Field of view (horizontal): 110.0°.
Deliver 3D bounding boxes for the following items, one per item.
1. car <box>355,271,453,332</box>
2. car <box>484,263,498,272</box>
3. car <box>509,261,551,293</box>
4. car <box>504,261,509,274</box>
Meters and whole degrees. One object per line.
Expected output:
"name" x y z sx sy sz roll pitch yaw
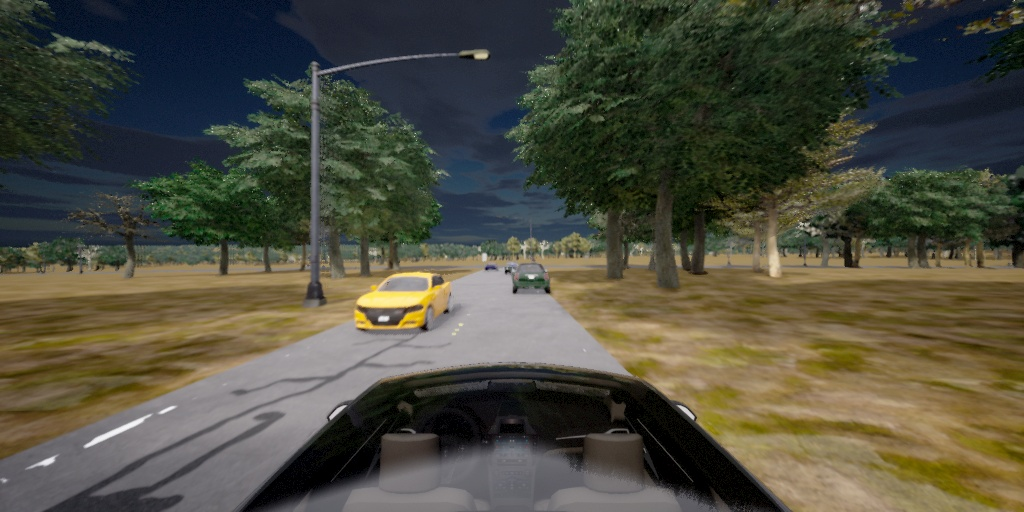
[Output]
"car" -3.098 1.251 11.164 1.882 1.535 5.008 0 0 0
"car" -3.060 1.642 53.623 1.895 1.301 4.718 0 -1 1
"car" 1.045 1.172 21.244 2.097 1.767 4.553 0 0 0
"car" 0.019 1.561 44.737 1.895 1.301 4.718 0 0 0
